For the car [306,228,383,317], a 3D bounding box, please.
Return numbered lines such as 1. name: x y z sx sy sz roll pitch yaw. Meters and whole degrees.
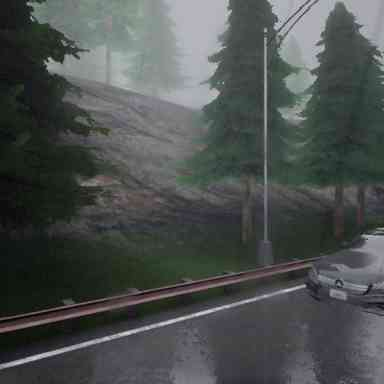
1. car: 4.433 1.525 7.156 4.674 1.442 1.812 0 0 -36
